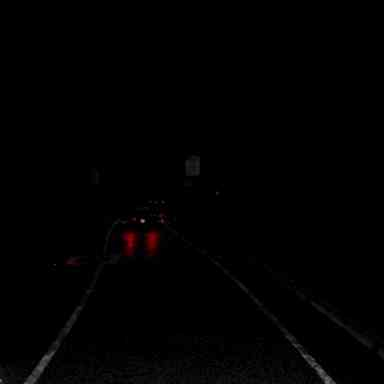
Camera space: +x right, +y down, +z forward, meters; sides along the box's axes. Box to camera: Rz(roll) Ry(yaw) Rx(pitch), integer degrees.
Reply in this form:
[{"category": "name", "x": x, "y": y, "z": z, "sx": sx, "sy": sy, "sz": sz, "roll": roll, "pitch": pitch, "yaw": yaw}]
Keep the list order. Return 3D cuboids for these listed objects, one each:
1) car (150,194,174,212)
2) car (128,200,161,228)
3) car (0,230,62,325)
[{"category": "car", "x": -3.696, "y": 1.280, "z": 40.614, "sx": 2.150, "sy": 2.045, "sz": 5.566, "roll": 0, "pitch": 0, "yaw": 8}, {"category": "car", "x": -3.285, "y": 1.529, "z": 22.105, "sx": 1.812, "sy": 1.442, "sz": 4.674, "roll": -1, "pitch": 0, "yaw": -9}, {"category": "car", "x": -4.300, "y": 1.587, "z": 7.268, "sx": 2.033, "sy": 1.411, "sz": 5.357, "roll": -1, "pitch": 0, "yaw": -8}]
